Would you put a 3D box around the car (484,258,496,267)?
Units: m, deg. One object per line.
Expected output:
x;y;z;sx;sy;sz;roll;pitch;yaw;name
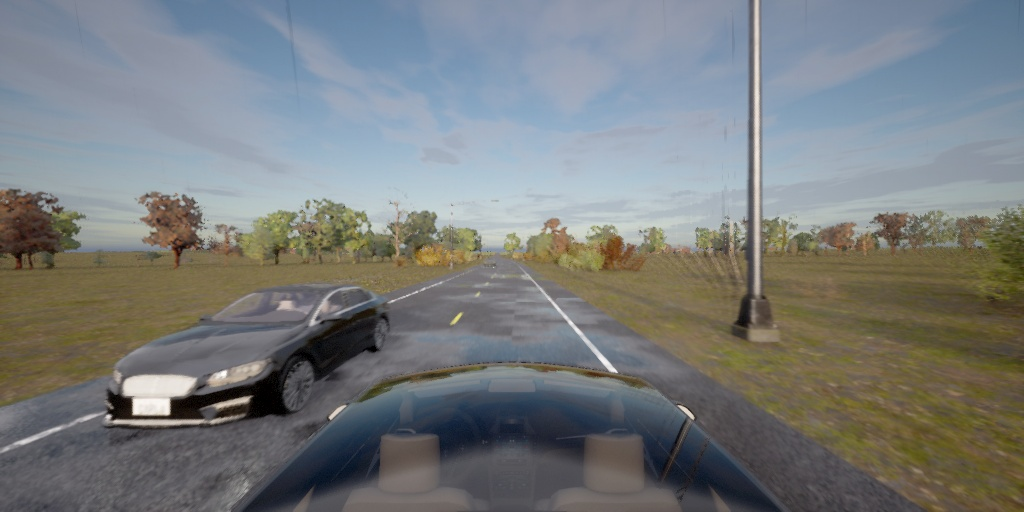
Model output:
-3.854;1.102;63.360;2.097;1.767;4.553;0;0;0;car

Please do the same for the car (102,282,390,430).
-3.595;1.242;6.028;2.128;1.511;4.902;0;0;0;car
